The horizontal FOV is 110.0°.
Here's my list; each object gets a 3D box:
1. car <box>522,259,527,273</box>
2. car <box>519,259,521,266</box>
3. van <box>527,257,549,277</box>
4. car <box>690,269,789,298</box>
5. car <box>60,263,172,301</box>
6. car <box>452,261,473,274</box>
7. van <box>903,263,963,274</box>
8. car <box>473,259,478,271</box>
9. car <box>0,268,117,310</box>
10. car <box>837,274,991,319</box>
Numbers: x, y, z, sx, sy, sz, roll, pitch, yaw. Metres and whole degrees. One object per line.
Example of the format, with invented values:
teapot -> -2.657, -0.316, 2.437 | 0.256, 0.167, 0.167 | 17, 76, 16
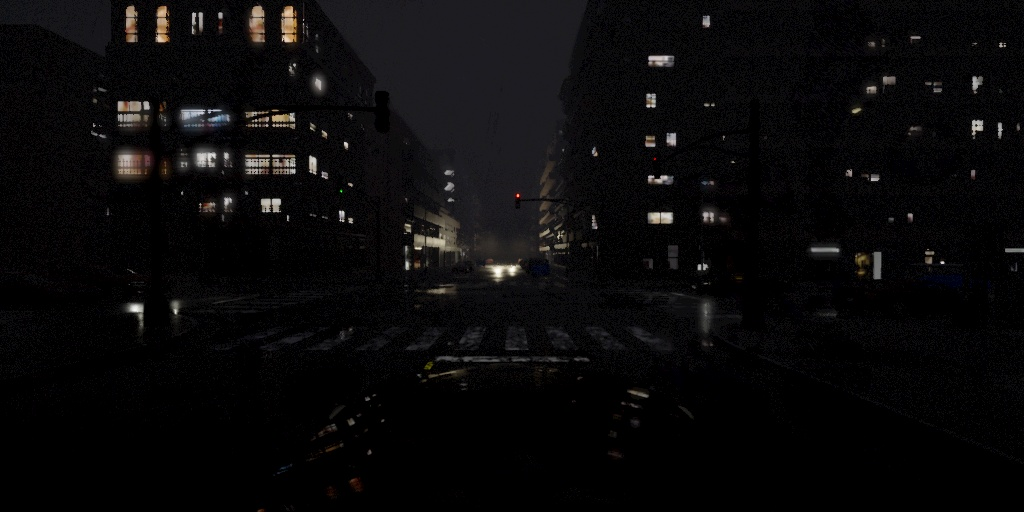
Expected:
car -> 2.657, 1.091, 41.478 | 2.192, 1.841, 5.009 | 0, 0, 0
car -> 2.584, 1.252, 58.039 | 1.967, 1.591, 4.097 | 0, 0, 0
van -> 2.755, 1.109, 35.981 | 1.690, 1.789, 3.998 | 0, 0, 0
car -> 11.976, 1.401, 18.980 | 4.674, 1.442, 1.812 | 1, 0, -1
car -> -18.015, 1.086, 15.809 | 5.008, 1.535, 1.882 | 1, 0, 0
car -> -5.910, 1.358, 41.512 | 1.802, 1.307, 4.207 | 0, 0, 0
van -> 26.060, 1.343, 21.597 | 3.998, 1.789, 1.690 | 0, 0, 0
car -> -5.920, 1.352, 47.034 | 1.948, 1.339, 4.313 | 0, 0, 0
car -> -17.763, 1.215, 13.228 | 4.207, 1.307, 1.802 | 0, 0, 0
car -> 14.690, 1.498, 13.228 | 4.507, 1.381, 1.888 | 0, 0, 0
